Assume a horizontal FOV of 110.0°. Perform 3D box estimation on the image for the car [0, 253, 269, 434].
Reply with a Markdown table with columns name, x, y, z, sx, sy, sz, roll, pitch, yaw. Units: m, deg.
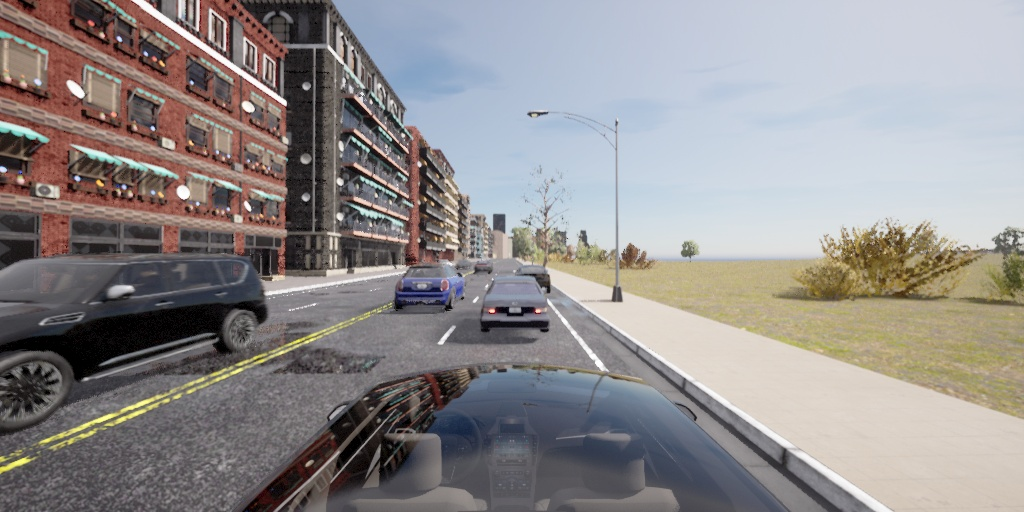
| name | x | y | z | sx | sy | sz | roll | pitch | yaw |
| --- | --- | --- | --- | --- | --- | --- | --- | --- | --- |
| car | -6.608 | 0.970 | 5.857 | 2.150 | 2.045 | 5.566 | 0 | 0 | 0 |

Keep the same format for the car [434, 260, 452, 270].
| name | x | y | z | sx | sy | sz | roll | pitch | yaw |
| --- | --- | --- | --- | --- | --- | --- | --- | --- | --- |
| car | -9.941 | 1.257 | 51.938 | 1.812 | 1.442 | 4.674 | 0 | 0 | 0 |

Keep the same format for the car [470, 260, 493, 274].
| name | x | y | z | sx | sy | sz | roll | pitch | yaw |
| --- | --- | --- | --- | --- | --- | --- | --- | --- | --- |
| car | -3.225 | 1.228 | 41.133 | 2.128 | 1.511 | 4.902 | 0 | 0 | 0 |

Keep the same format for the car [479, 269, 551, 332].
| name | x | y | z | sx | sy | sz | roll | pitch | yaw |
| --- | --- | --- | --- | --- | --- | --- | --- | --- | --- |
| car | 0.087 | 1.295 | 10.799 | 2.033 | 1.411 | 5.357 | 0 | 0 | 0 |

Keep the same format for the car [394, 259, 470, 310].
| name | x | y | z | sx | sy | sz | roll | pitch | yaw |
| --- | --- | --- | --- | --- | --- | --- | --- | --- | --- |
| car | -3.176 | 1.099 | 14.742 | 2.097 | 1.767 | 4.553 | 0 | 0 | 0 |

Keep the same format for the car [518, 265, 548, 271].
| name | x | y | z | sx | sy | sz | roll | pitch | yaw |
| --- | --- | --- | --- | --- | --- | --- | --- | --- | --- |
| car | 1.102 | 1.223 | 20.563 | 1.882 | 1.535 | 5.008 | 0 | 0 | 0 |

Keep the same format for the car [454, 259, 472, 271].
| name | x | y | z | sx | sy | sz | roll | pitch | yaw |
| --- | --- | --- | --- | --- | --- | --- | --- | --- | --- |
| car | -6.689 | 1.238 | 49.418 | 1.837 | 1.490 | 4.892 | 0 | 0 | 0 |
